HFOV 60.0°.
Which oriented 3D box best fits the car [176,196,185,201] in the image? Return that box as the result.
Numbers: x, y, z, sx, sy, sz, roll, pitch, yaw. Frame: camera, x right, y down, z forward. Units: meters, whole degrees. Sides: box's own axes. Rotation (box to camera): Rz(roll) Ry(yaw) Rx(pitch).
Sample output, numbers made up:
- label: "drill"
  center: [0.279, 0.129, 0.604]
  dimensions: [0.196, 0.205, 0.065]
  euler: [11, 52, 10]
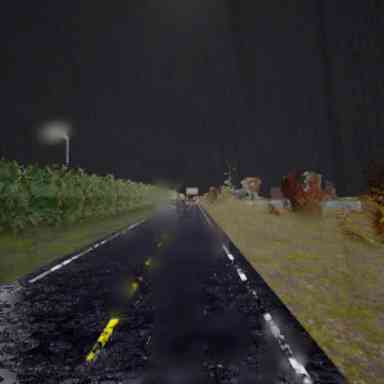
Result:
- label: "car"
  center: [-2.715, 1.633, 78.480]
  dimensions: [1.882, 1.535, 5.008]
  euler: [0, -1, 0]

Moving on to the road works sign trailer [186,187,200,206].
- label: "road works sign trailer"
  center: [0.029, 0.892, 65.599]
  dimensions: [2.380, 3.560, 2.880]
  euler: [0, 0, 0]

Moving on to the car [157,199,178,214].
- label: "car"
  center: [-2.827, 1.823, 37.938]
  dimensions: [1.895, 1.301, 4.718]
  euler: [0, 0, 0]
